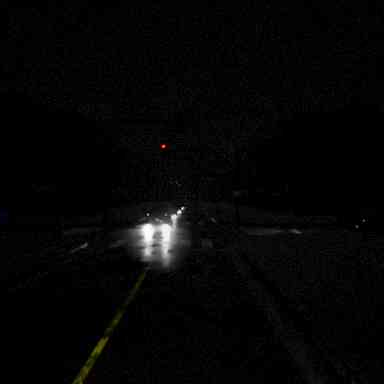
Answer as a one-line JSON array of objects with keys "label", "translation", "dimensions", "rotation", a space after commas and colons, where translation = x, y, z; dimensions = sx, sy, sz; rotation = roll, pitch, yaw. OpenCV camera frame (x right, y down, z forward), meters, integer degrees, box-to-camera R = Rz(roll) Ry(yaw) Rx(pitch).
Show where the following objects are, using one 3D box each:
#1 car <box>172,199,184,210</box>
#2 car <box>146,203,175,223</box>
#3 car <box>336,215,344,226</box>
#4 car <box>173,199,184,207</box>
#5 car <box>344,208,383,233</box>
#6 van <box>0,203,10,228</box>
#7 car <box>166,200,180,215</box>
[{"label": "car", "translation": [-2.767, 1.961, 52.463], "dimensions": [2.097, 1.767, 4.553], "rotation": [0, -1, 0]}, {"label": "car", "translation": [-2.814, 1.931, 28.923], "dimensions": [1.895, 1.301, 4.718], "rotation": [0, -1, 0]}, {"label": "car", "translation": [12.288, 1.770, 22.950], "dimensions": [4.403, 1.369, 2.008], "rotation": [0, -1, 0]}, {"label": "car", "translation": [-2.660, 2.266, 67.070], "dimensions": [1.882, 1.535, 5.008], "rotation": [0, -1, 0]}, {"label": "car", "translation": [12.307, 1.789, 20.416], "dimensions": [4.718, 1.301, 1.895], "rotation": [0, -1, 0]}, {"label": "van", "translation": [-14.715, 1.626, 22.856], "dimensions": [3.998, 1.788, 1.690], "rotation": [0, -1, 0]}, {"label": "car", "translation": [-2.800, 1.993, 40.466], "dimensions": [1.812, 1.442, 4.674], "rotation": [0, 0, 0]}]
